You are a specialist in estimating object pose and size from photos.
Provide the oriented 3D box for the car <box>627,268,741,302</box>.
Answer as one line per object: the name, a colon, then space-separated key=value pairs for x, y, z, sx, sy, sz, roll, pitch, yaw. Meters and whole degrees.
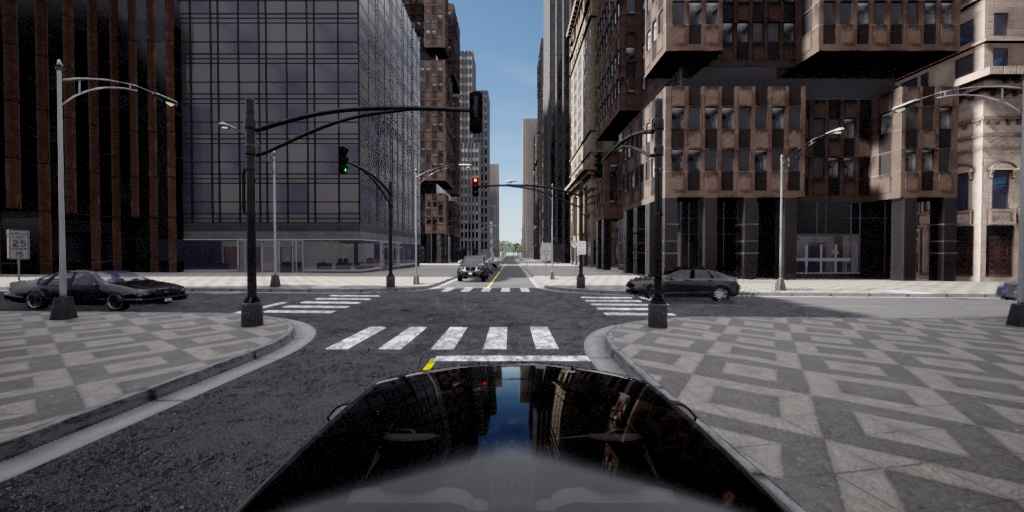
car: x=7.942 y=1.294 z=16.862 sx=4.892 sy=1.490 sz=1.837 roll=0 pitch=1 yaw=4

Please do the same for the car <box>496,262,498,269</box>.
car: x=-3.100 y=1.313 z=53.537 sx=1.895 sy=1.301 sz=4.718 roll=0 pitch=0 yaw=0

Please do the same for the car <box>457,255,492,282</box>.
car: x=-3.113 y=0.958 z=29.570 sx=2.150 sy=2.045 sz=5.566 roll=0 pitch=0 yaw=0

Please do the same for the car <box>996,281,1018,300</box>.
car: x=25.496 y=1.487 z=16.632 sx=4.181 sy=1.385 sz=1.994 roll=0 pitch=1 yaw=0

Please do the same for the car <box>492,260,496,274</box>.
car: x=-3.109 y=1.291 z=39.596 sx=1.994 sy=1.385 sz=4.181 roll=0 pitch=0 yaw=0

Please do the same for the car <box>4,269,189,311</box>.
car: x=-15.371 y=1.203 z=13.377 sx=5.357 sy=1.411 sz=2.033 roll=1 pitch=1 yaw=2
